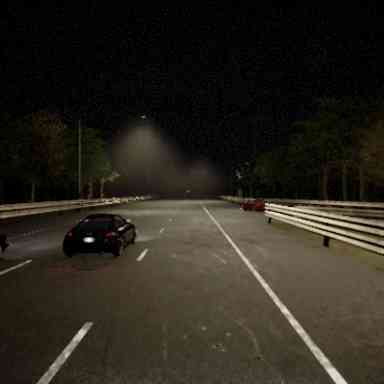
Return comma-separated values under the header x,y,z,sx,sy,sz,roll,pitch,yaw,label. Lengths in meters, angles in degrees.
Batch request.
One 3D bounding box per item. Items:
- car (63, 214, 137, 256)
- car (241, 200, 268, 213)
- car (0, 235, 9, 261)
x,y,z,sx,sy,sz,roll,pitch,yaw,label
-3.402,1.549,12.983,1.994,1.385,4.181,0,0,0,car
7.215,1.579,37.699,1.994,1.385,4.181,0,0,-17,car
-6.900,1.591,8.743,1.895,1.301,4.718,0,0,0,car
